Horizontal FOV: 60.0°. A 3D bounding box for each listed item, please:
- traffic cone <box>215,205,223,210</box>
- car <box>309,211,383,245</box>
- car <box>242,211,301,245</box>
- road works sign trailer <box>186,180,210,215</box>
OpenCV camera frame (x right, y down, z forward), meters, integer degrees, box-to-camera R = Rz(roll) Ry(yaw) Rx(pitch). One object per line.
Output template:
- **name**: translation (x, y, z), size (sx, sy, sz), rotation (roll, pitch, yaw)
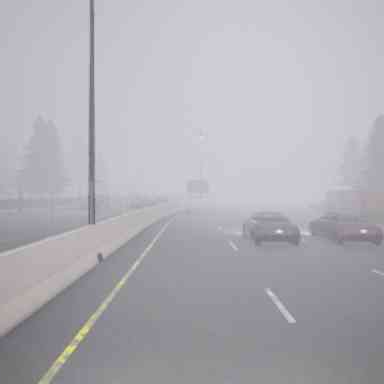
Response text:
- **traffic cone**: translation (3.408, 2.039, 42.269), size (0.340, 0.580, 0.340), rotation (0, 0, 10)
- **car**: translation (7.096, 1.595, 15.758), size (1.994, 1.385, 4.181), rotation (0, 0, 0)
- **car**: translation (3.596, 1.595, 15.689), size (1.994, 1.385, 4.181), rotation (0, 0, 0)
- **road works sign trailer**: translation (0.677, 0.535, 35.657), size (2.380, 3.560, 2.880), rotation (0, 0, 10)
